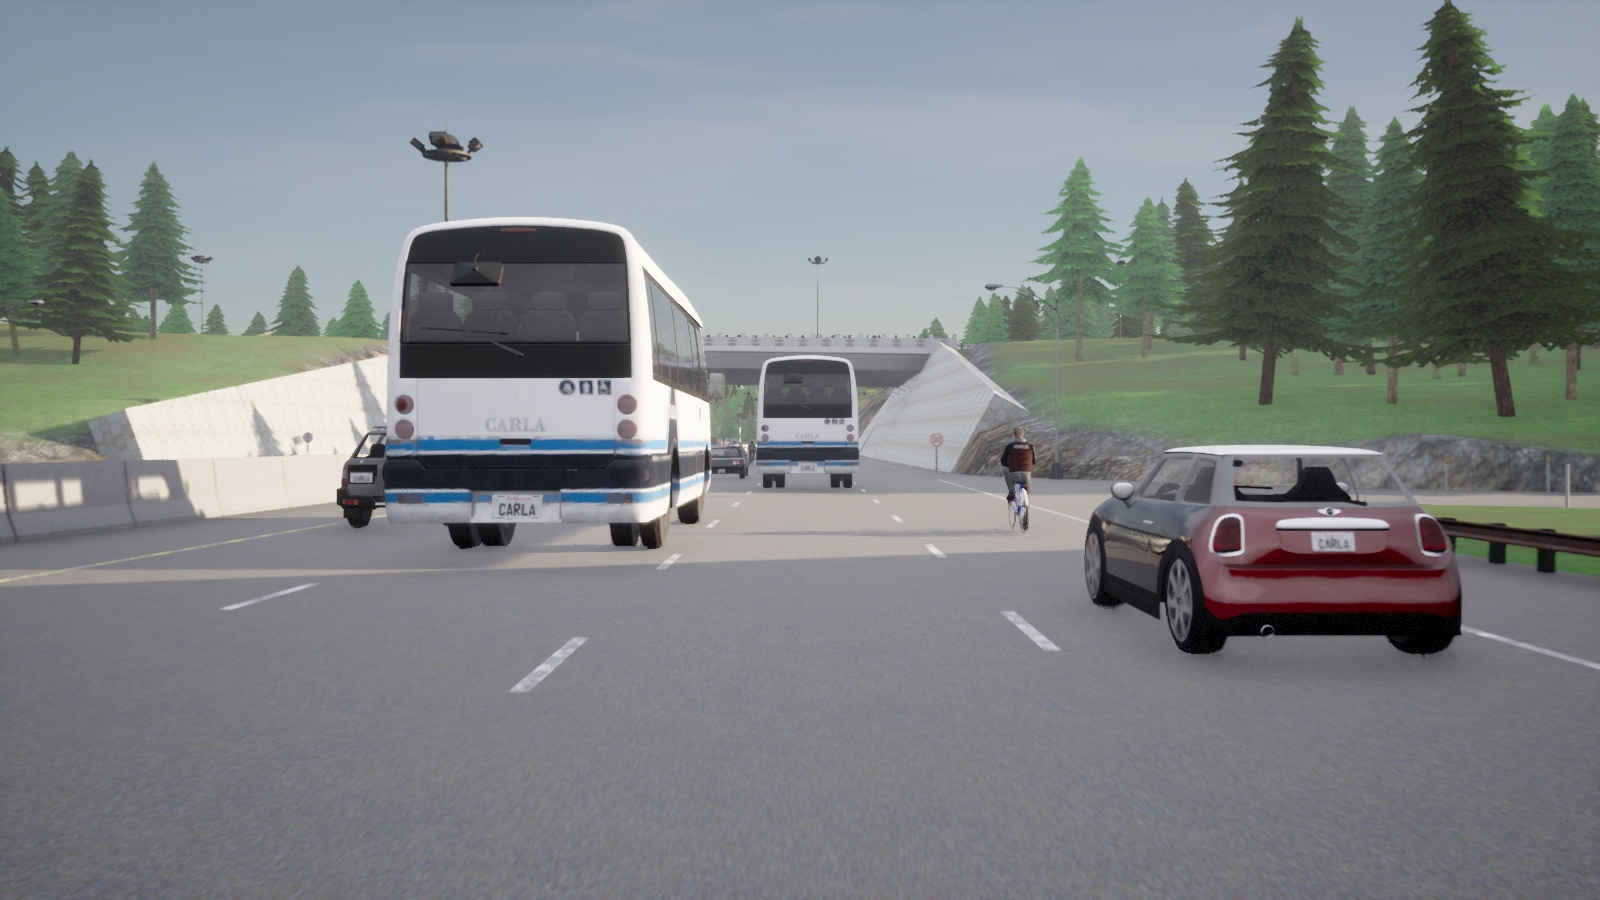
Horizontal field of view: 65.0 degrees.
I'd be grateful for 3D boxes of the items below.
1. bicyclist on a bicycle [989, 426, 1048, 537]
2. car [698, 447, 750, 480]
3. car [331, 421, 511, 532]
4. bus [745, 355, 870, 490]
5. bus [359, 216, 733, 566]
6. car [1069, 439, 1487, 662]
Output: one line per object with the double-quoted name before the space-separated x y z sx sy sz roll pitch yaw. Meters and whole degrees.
"bicyclist on a bicycle" 3.635 0.502 21.011 0.659 1.776 1.843 0 1 0
"car" -3.181 0.543 53.403 1.895 1.301 4.718 0 0 0
"car" -6.852 0.427 23.251 1.932 1.855 4.605 0 0 0
"bus" 0.271 -0.882 44.706 3.944 4.253 10.273 0 0 0
"bus" -3.367 -0.748 20.426 3.944 4.253 10.273 0 0 0
"car" 3.574 0.657 10.230 1.970 1.475 3.806 0 0 0
